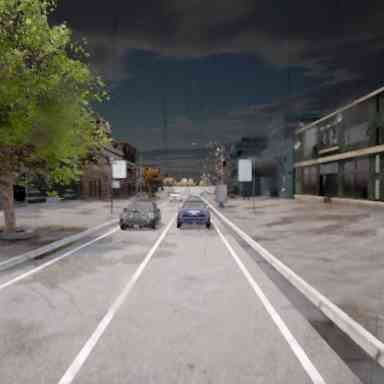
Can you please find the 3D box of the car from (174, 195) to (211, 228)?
[{"bbox_3d":[0.108,1.310,22.176,2.097,1.767,4.553,0,0,0],"label":"car"}]

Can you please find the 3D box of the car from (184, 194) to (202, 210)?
[{"bbox_3d":[0.114,1.173,39.856,2.097,1.767,4.553,0,1,0],"label":"car"}]

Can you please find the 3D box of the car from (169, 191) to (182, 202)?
[{"bbox_3d":[-3.005,0.794,61.050,2.150,2.045,5.566,0,1,1],"label":"car"}]

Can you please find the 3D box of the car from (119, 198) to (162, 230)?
[{"bbox_3d":[-3.090,1.316,20.705,2.097,1.767,4.553,0,0,0],"label":"car"}]
